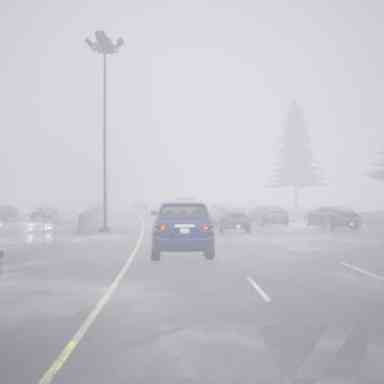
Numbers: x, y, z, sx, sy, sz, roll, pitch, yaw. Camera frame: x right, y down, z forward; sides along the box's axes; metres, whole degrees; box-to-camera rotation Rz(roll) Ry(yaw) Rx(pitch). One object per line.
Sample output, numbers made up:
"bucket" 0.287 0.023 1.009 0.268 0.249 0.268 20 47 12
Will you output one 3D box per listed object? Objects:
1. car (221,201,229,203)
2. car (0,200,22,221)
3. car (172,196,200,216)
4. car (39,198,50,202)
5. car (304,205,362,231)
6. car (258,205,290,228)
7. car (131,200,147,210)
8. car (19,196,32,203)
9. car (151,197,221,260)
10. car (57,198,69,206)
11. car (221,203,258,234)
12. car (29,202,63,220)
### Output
"car" 4.206 1.980 46.821 1.895 1.301 4.718 0 0 -15
"car" -17.201 1.801 30.094 2.128 1.511 4.902 0 0 -12
"car" -0.799 1.545 38.041 2.150 2.045 5.566 0 0 -13
"car" -30.435 1.974 68.631 1.837 1.490 4.892 0 -1 -27
"car" 9.140 1.661 22.024 1.837 1.490 4.892 0 0 -7
"car" 5.328 1.676 23.970 2.128 1.511 4.902 0 0 -8
"car" -8.401 2.018 52.762 2.033 1.411 5.357 0 -1 -19
"car" -34.534 1.610 68.937 2.150 2.045 5.566 0 -1 -28
"car" -0.456 1.336 13.202 2.150 2.045 5.566 0 0 -5
"car" -27.139 2.037 69.871 1.882 1.535 5.008 0 -1 -27
"car" 2.265 1.669 20.577 1.837 1.490 4.892 0 -1 -7
"car" -13.903 1.912 31.564 1.895 1.301 4.718 0 0 -12
